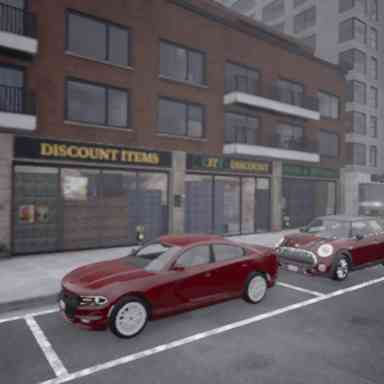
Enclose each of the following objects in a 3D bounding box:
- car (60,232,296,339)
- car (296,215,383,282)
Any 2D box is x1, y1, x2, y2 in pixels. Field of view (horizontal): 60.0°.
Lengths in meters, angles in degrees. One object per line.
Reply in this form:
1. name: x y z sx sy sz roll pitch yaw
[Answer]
1. car: -0.220 1.546 6.596 4.507 1.381 1.887 0 1 -36
2. car: 4.243 1.445 9.780 4.097 1.590 1.967 0 1 -36
